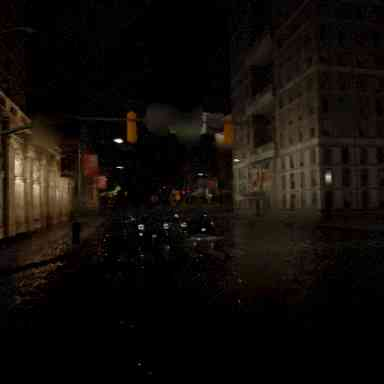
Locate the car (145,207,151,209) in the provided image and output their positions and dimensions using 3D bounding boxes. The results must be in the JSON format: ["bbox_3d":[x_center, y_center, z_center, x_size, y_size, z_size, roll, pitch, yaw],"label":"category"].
[{"bbox_3d":[-7.166,3.888,59.703,2.033,1.411,5.357,-1,-2,-13],"label":"car"}]

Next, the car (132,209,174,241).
[{"bbox_3d":[-2.796,2.253,22.750,2.097,1.767,4.553,-1,-2,-12],"label":"car"}]

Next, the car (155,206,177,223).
[{"bbox_3d":[-2.962,2.887,40.215,2.097,1.767,4.553,-1,-2,-12],"label":"car"}]

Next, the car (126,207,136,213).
[{"bbox_3d":[-10.576,3.880,58.910,2.128,1.511,4.902,-1,-2,-13],"label":"car"}]

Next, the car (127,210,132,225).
[{"bbox_3d":[-6.333,3.079,39.259,1.837,1.490,4.892,-1,-2,-12],"label":"car"}]

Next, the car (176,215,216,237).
[{"bbox_3d":[0.378,2.462,24.655,1.994,1.385,4.181,-1,-2,-12],"label":"car"}]
